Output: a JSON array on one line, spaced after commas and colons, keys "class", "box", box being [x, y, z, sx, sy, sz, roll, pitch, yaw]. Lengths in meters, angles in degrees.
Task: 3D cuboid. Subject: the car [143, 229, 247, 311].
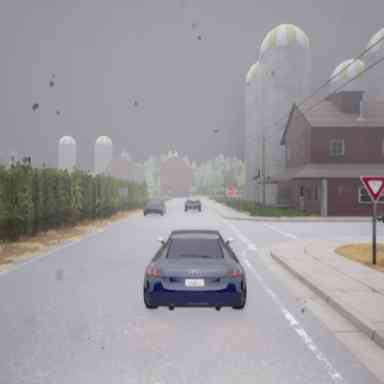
[{"class": "car", "box": [0.079, 1.562, 7.851, 1.994, 1.385, 4.181, 0, 0, 1]}]

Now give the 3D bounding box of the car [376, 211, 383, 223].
[{"class": "car", "box": [14.815, 1.472, 21.979, 4.892, 1.490, 1.837, 0, 0, -1]}]

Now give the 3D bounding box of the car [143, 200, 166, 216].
[{"class": "car", "box": [-3.579, 1.539, 32.753, 2.033, 1.411, 5.357, 0, 0, 0]}]

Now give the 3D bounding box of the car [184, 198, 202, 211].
[{"class": "car", "box": [0.108, 1.480, 39.897, 2.128, 1.511, 4.902, 0, 0, 0]}]
